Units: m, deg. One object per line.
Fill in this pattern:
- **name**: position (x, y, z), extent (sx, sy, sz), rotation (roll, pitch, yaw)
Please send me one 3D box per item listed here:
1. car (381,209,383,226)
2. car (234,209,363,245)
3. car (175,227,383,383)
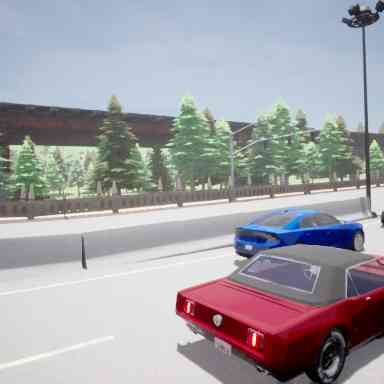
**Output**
- **car**: position (10.847, 0.878, 15.882), extent (4.181, 1.385, 1.994), rotation (-4, 2, -36)
- **car**: position (3.568, 1.282, 10.636), extent (5.008, 1.535, 1.882), rotation (-3, 2, -36)
- **car**: position (2.176, 1.539, 5.322), extent (4.718, 1.301, 1.895), rotation (-2, 1, -36)
